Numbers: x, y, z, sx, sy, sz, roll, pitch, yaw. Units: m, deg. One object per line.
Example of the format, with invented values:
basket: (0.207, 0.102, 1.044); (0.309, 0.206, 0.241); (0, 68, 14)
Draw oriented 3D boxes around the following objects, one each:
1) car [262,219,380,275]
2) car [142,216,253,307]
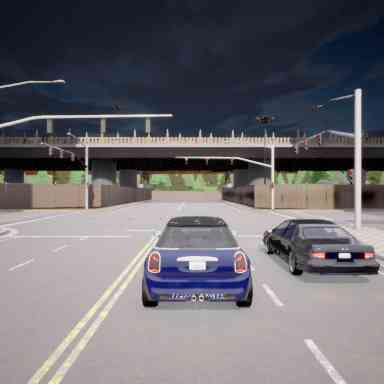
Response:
car: (3.600, 1.547, 10.356); (2.033, 1.411, 5.357); (0, 0, 0)
car: (0.100, 1.352, 8.135); (2.097, 1.767, 4.553); (0, 0, 0)
